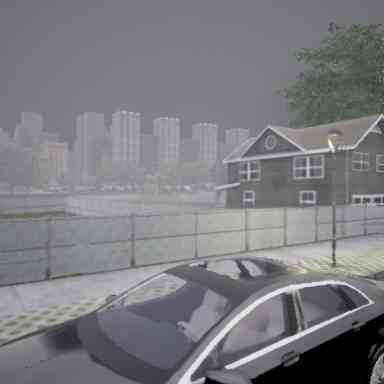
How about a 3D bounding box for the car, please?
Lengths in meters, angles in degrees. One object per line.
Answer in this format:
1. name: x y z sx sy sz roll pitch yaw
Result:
1. car: 0.273 1.498 3.246 4.902 1.511 2.128 0 0 -35
